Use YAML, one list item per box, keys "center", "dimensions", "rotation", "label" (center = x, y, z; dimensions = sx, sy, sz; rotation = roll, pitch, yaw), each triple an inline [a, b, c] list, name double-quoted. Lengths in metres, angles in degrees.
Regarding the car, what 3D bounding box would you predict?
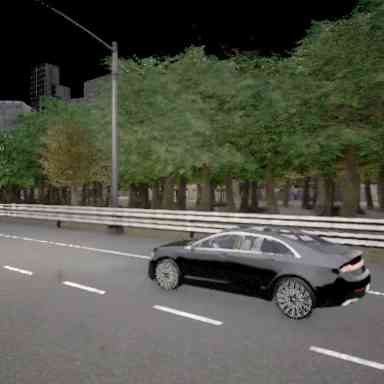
- center: [1.155, 1.501, 7.346]
  dimensions: [4.902, 1.511, 2.128]
  rotation: [0, 0, 36]
  label: "car"
